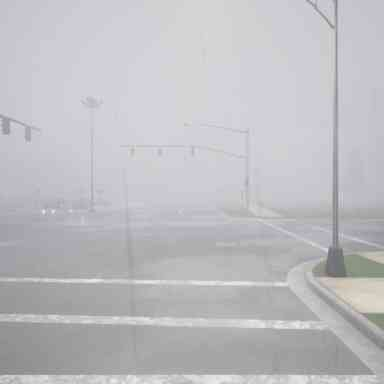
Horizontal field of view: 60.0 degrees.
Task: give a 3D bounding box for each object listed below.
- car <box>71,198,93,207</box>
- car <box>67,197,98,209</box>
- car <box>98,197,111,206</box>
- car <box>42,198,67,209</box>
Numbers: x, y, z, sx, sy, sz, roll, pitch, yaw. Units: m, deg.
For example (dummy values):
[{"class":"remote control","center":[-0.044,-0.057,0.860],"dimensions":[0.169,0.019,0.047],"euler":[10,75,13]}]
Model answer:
[{"class":"car","center":[-17.842,1.601,53.980],"dimensions":[1.895,1.301,4.718],"euler":[0,0,1]},{"class":"car","center":[-14.506,1.505,44.325],"dimensions":[1.837,1.490,4.892],"euler":[0,0,1]},{"class":"car","center":[-14.342,1.564,53.231],"dimensions":[1.994,1.385,4.181],"euler":[0,0,2]},{"class":"car","center":[-18.007,1.547,44.397],"dimensions":[2.033,1.411,5.357],"euler":[0,0,1]}]
